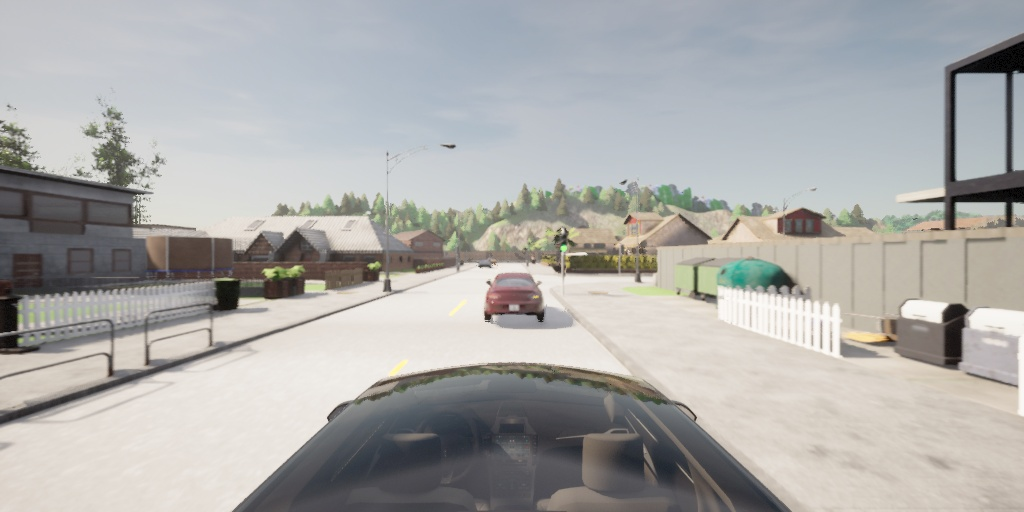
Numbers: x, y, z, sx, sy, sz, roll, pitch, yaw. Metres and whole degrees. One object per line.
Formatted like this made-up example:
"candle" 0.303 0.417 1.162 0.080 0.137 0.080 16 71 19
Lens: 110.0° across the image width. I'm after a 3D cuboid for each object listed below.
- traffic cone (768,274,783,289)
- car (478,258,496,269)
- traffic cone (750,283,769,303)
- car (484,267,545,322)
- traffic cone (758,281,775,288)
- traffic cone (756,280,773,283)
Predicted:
"traffic cone" 15.808 1.534 21.532 0.344 0.586 0.344 0 0 0
"car" -4.024 1.204 54.906 2.033 1.411 5.357 0 0 1
"traffic cone" 10.398 1.559 15.041 0.344 0.586 0.344 0 0 0
"car" 0.070 1.258 12.169 1.812 1.442 4.674 0 0 0
"traffic cone" 11.398 1.533 16.081 0.344 0.586 0.344 0 0 0
"traffic cone" 11.759 1.535 16.650 0.344 0.586 0.344 0 0 0
